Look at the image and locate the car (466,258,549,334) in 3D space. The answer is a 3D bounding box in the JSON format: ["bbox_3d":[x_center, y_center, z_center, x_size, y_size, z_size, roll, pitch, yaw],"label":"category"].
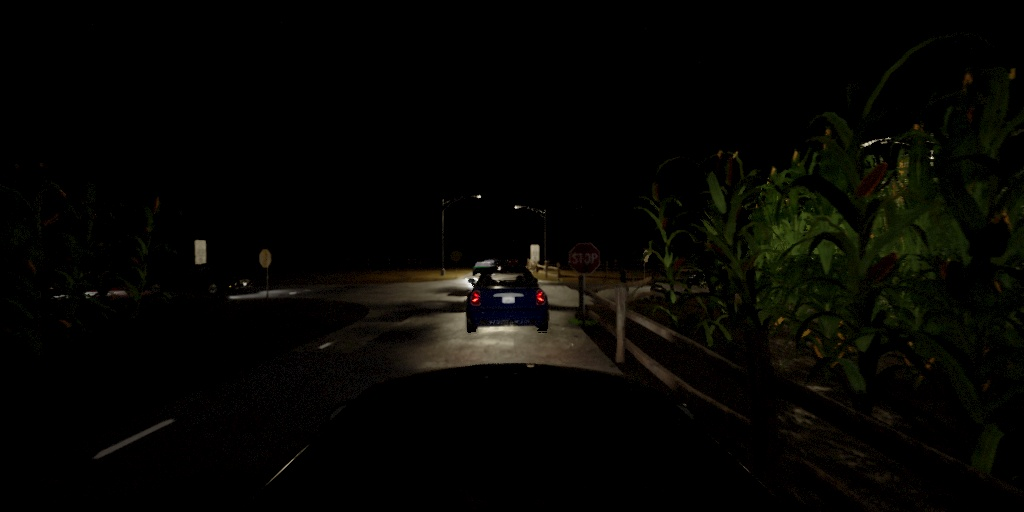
[{"bbox_3d":[-0.255,1.075,10.780,2.097,1.767,4.553,0,0,-5],"label":"car"}]

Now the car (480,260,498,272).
[{"bbox_3d":[-2.820,1.168,44.503,1.994,1.385,4.181,0,0,0],"label":"car"}]

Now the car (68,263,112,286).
[{"bbox_3d":[-27.679,1.211,21.994,4.902,1.511,2.128,0,1,0],"label":"car"}]

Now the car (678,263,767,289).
[{"bbox_3d":[12.787,1.139,21.953,5.008,1.535,1.882,0,1,-2],"label":"car"}]

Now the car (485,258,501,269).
[{"bbox_3d":[-2.809,1.059,54.458,2.128,1.511,4.902,0,0,0],"label":"car"}]

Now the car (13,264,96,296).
[{"bbox_3d":[-25.496,1.329,19.061,4.181,1.385,1.994,0,1,1],"label":"car"}]

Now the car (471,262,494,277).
[{"bbox_3d":[-2.786,1.241,34.695,1.895,1.301,4.718,0,0,-2],"label":"car"}]

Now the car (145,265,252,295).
[{"bbox_3d":[-16.592,1.248,19.042,4.892,1.490,1.837,0,1,0],"label":"car"}]
